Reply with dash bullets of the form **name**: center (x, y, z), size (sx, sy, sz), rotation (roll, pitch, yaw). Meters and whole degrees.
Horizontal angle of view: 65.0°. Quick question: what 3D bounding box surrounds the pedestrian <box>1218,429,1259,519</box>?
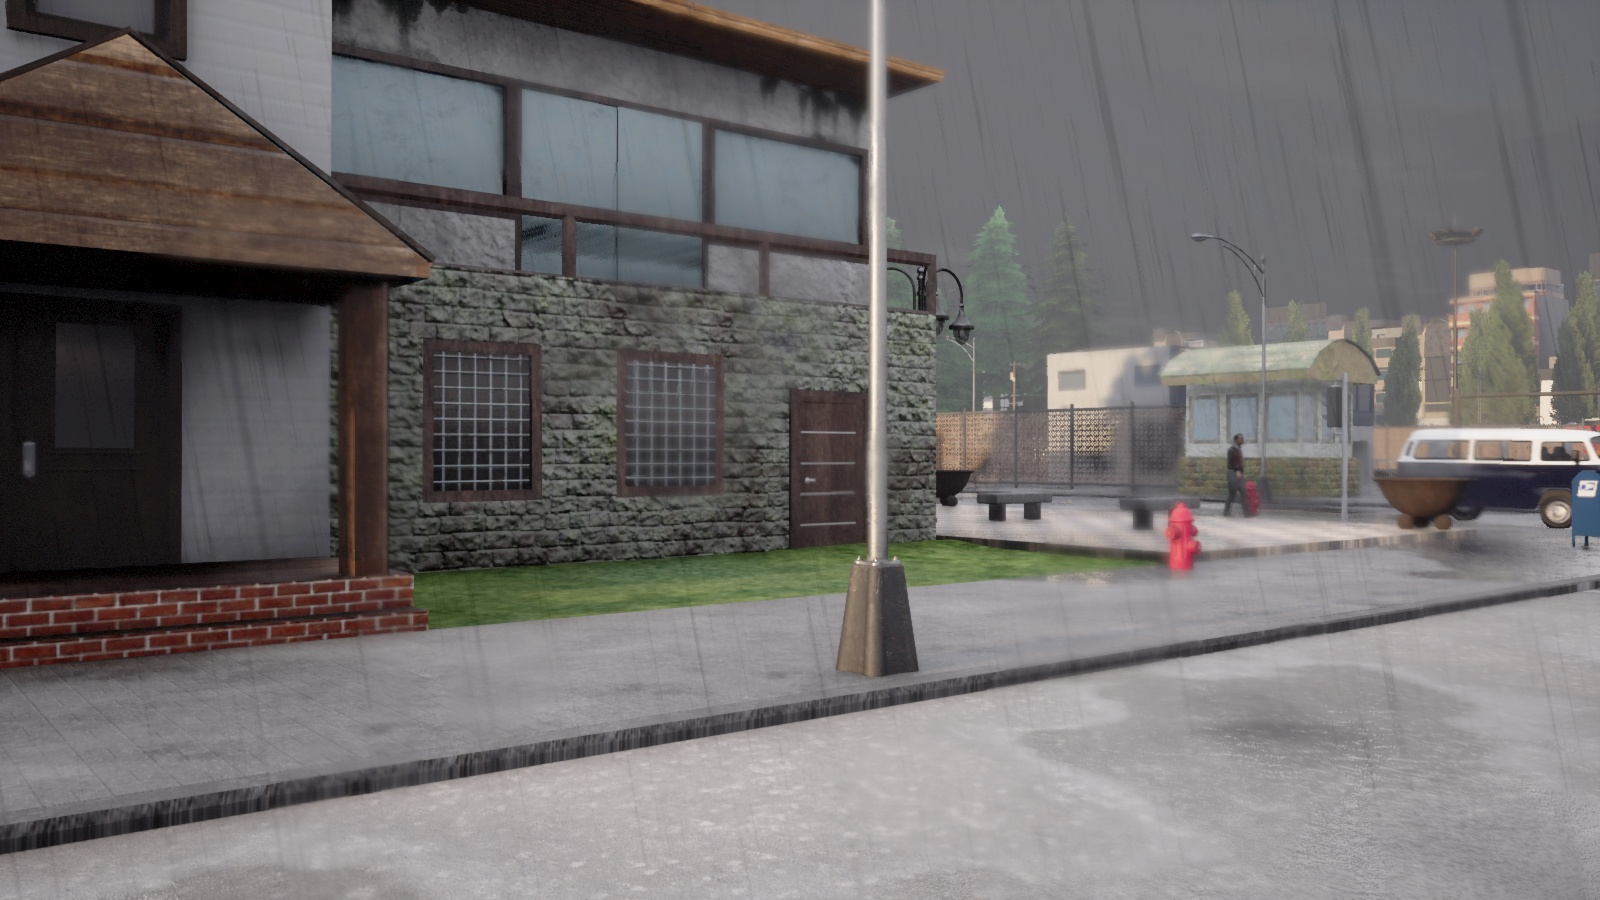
- **pedestrian**: center (9.181, 0.492, 26.284), size (0.376, 1.854, 0.720), rotation (0, 0, -42)

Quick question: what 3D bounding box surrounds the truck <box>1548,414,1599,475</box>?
- **truck**: center (52.102, -0.338, 78.686), size (2.891, 3.827, 8.468), rotation (0, 0, -39)

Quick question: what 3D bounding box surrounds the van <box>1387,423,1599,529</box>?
- **van**: center (15.023, 0.501, 26.294), size (2.069, 2.038, 4.480), rotation (0, 0, -38)
